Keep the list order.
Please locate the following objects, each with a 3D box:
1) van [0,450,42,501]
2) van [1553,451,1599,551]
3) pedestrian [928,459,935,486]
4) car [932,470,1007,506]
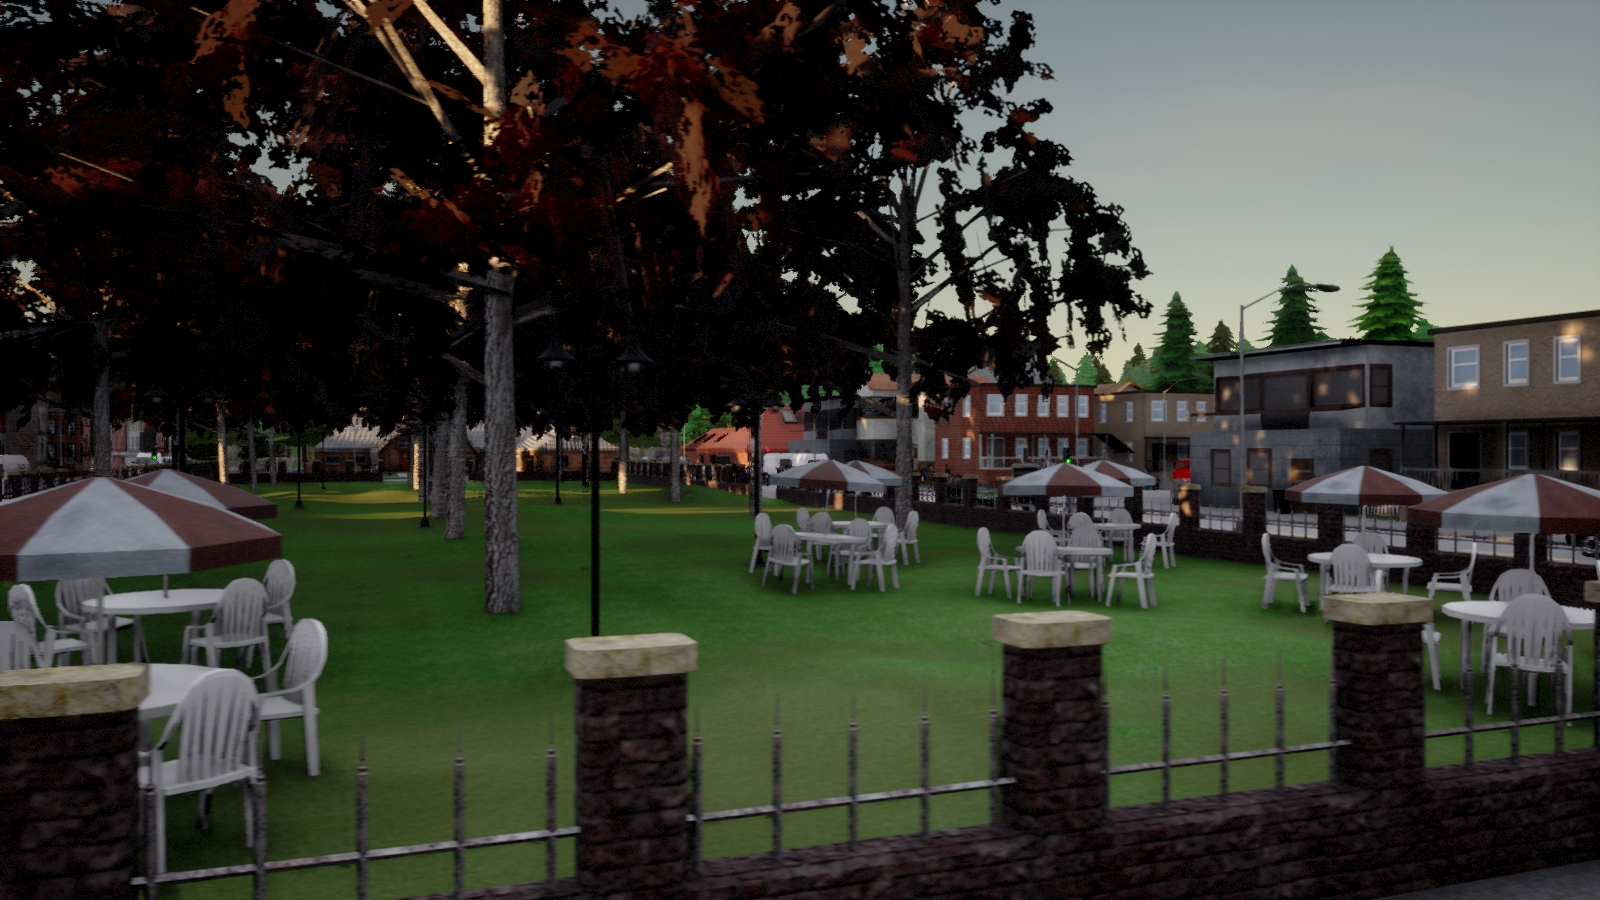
[{"bbox_3d":[-42.391,1.315,60.860,1.988,2.561,5.915,0,0,-20],"label":"van"},{"bbox_3d":[22.030,1.315,28.035,1.988,2.561,5.915,0,0,-20],"label":"van"},{"bbox_3d":[8.919,1.519,77.387,0.375,1.860,0.375,0,0,-11],"label":"pedestrian"},{"bbox_3d":[8.058,1.780,54.691,1.851,1.617,3.988,0,0,-20],"label":"car"}]
